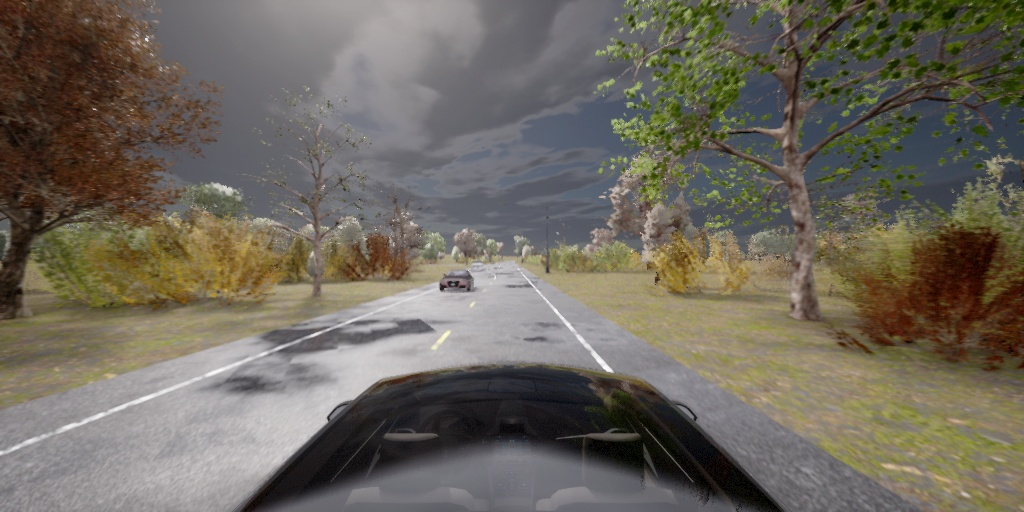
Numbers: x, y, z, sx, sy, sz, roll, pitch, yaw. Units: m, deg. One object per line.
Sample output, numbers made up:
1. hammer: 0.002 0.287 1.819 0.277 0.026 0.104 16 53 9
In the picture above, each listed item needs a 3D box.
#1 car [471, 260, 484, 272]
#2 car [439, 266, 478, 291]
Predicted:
1. car: -6.229 1.755 64.985 2.150 2.045 5.566 0 -1 -7
2. car: -3.678 1.613 24.393 1.994 1.385 4.181 0 -1 0
